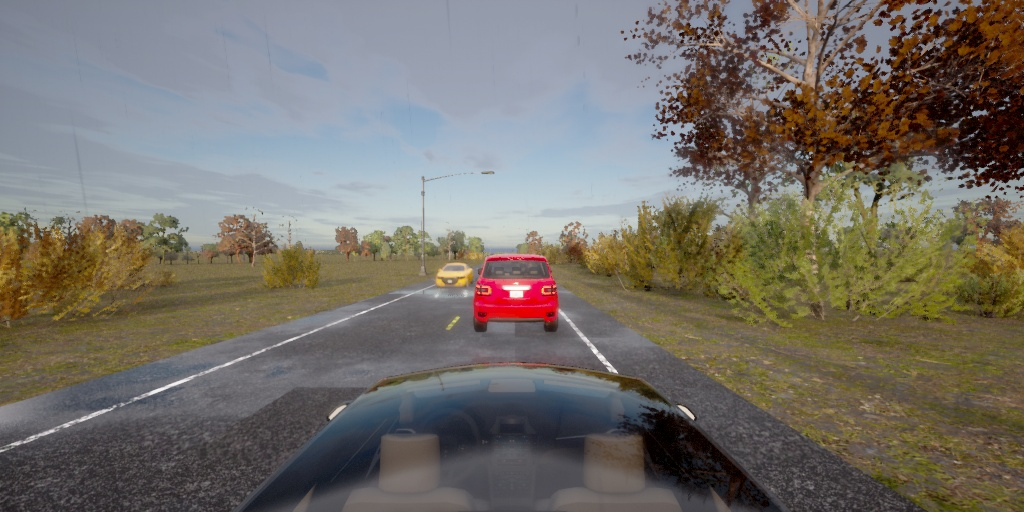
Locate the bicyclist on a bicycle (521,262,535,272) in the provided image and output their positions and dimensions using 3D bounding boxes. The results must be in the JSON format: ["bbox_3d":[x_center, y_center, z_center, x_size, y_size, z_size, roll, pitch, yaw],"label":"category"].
[{"bbox_3d":[0.945,1.114,18.658,0.659,1.776,1.843,0,0,0],"label":"bicyclist on a bicycle"}]

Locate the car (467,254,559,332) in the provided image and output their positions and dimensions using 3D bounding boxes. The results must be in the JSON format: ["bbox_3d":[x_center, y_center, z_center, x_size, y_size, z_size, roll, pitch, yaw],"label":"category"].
[{"bbox_3d":[0.093,0.968,10.952,2.150,2.045,5.566,0,0,0],"label":"car"}]

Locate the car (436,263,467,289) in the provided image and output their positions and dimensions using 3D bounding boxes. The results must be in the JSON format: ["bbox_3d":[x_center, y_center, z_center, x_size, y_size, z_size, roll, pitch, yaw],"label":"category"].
[{"bbox_3d":[-3.638,1.220,23.418,1.882,1.535,5.008,0,0,0],"label":"car"}]
